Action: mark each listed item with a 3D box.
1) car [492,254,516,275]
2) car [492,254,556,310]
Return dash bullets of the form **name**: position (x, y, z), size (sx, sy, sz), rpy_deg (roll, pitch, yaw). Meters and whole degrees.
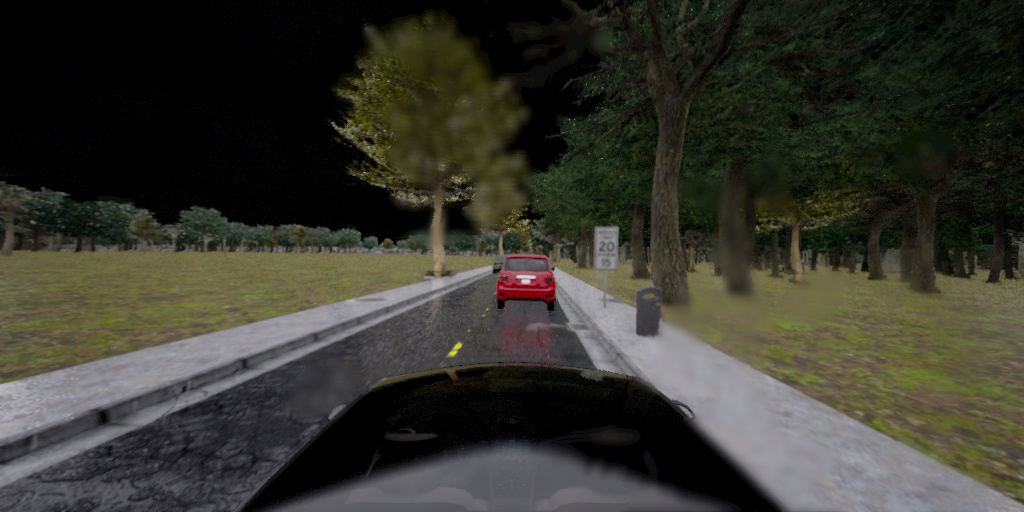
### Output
- **car**: position (-0.823, 0.872, 39.241), size (2.150, 2.045, 5.566), rpy_deg (1, 0, 3)
- **car**: position (0.618, 0.965, 14.932), size (2.150, 2.045, 5.566), rpy_deg (1, 0, 3)
